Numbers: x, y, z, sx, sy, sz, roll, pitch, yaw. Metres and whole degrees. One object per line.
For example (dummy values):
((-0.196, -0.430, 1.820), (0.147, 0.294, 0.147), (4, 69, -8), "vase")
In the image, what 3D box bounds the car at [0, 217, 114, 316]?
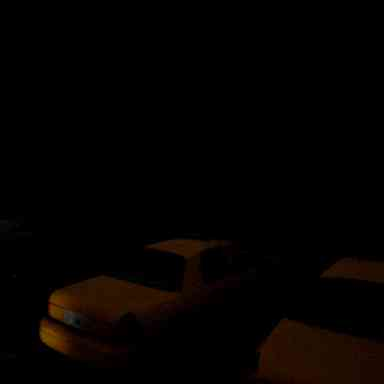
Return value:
((-2.170, 1.429, 7.343), (2.163, 1.488, 4.792), (1, 1, 36), "car")

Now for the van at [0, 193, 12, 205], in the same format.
((-9.069, 1.004, 12.073), (1.878, 1.987, 4.442), (1, 1, 35), "van")

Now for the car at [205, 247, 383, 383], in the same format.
((2.470, 1.474, 4.226), (1.946, 1.575, 5.366), (1, 1, 35), "car")

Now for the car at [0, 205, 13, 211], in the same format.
((-6.822, 1.325, 10.630), (2.002, 1.452, 4.674), (2, 1, 35), "car")

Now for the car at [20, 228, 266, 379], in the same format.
((0.195, 1.440, 5.849), (1.946, 1.575, 5.366), (1, 1, 35), "car")

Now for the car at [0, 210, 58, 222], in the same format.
((-4.555, 1.385, 9.013), (2.002, 1.452, 4.674), (2, 1, 35), "car")
